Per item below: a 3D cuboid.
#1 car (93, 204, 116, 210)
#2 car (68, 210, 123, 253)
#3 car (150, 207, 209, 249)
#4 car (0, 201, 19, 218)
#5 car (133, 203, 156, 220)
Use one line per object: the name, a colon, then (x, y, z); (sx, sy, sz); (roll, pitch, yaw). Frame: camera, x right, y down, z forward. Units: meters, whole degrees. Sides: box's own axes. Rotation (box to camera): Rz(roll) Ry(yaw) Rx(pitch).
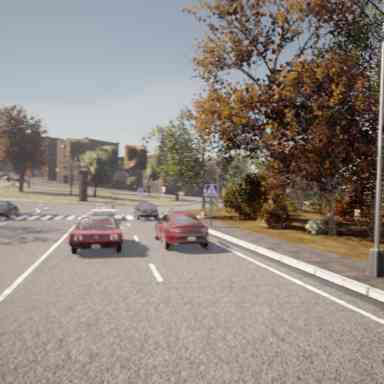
car: (-7.473, 1.645, 28.419); (1.895, 1.301, 4.718); (1, 0, -14)
car: (-3.893, 1.641, 13.851); (1.895, 1.301, 4.718); (1, 0, -14)
car: (-0.558, 1.622, 14.958); (1.812, 1.442, 4.674); (1, 0, -14)
car: (-16.192, 1.468, 28.252); (1.994, 1.385, 4.181); (1, 0, -14)
car: (-4.048, 1.647, 29.138); (2.033, 1.411, 5.357); (1, 0, -14)
